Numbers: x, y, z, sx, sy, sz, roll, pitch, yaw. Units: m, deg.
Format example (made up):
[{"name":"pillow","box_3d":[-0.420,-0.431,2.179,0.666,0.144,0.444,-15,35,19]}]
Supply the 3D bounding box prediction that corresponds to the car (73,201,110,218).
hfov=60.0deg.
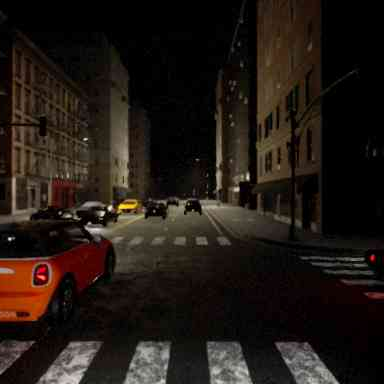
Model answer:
[{"name":"car","box_3d":[-9.845,1.667,32.971,2.033,1.411,5.357,0,0,0]}]

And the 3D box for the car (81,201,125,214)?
[{"name":"car","box_3d":[-6.595,1.637,24.056,2.033,1.411,5.357,0,0,0]}]

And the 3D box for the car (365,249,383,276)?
[{"name":"car","box_3d":[7.061,1.792,8.359,4.718,1.301,1.895,1,0,-9]}]

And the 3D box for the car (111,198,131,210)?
[{"name":"car","box_3d":[-9.835,1.672,46.371,1.837,1.490,4.892,0,0,-1]}]

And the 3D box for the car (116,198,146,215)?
[{"name":"car","box_3d":[-6.588,1.607,35.817,1.882,1.535,5.008,0,0,0]}]

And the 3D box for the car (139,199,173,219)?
[{"name":"car","box_3d":[-3.153,1.658,30.307,2.033,1.411,5.357,0,0,0]}]

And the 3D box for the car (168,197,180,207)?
[{"name":"car","box_3d":[-3.225,1.550,56.009,2.097,1.767,4.553,0,0,0]}]

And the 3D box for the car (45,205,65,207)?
[{"name":"car","box_3d":[-9.848,1.652,23.658,1.994,1.385,4.181,0,0,0]}]

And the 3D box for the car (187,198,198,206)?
[{"name":"car","box_3d":[0.050,1.812,59.467,1.895,1.301,4.718,0,0,0]}]

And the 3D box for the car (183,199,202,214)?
[{"name":"car","box_3d":[0.099,1.637,36.689,1.837,1.490,4.892,0,0,0]}]

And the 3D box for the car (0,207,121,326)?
[{"name":"car","box_3d":[-3.151,1.379,7.285,2.097,1.767,4.553,0,0,0]}]
